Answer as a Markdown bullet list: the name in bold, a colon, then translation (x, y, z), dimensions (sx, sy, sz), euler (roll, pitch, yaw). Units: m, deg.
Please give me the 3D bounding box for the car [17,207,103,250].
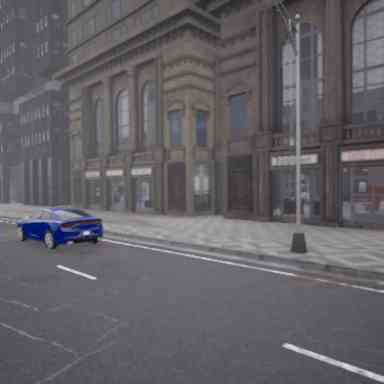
- **car**: translation (-5.688, 1.366, 14.007), dimensions (5.008, 1.535, 1.882), euler (0, 1, 44)
